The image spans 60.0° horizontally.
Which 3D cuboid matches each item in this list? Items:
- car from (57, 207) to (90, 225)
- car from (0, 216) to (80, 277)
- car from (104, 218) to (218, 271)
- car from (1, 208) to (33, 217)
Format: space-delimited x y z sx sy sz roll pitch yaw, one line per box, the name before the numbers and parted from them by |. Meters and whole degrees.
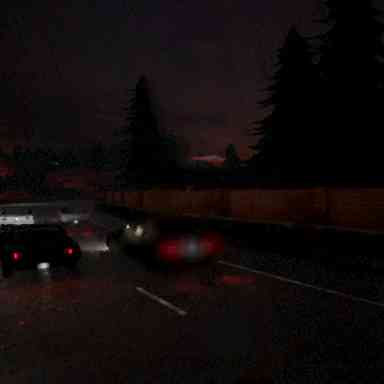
car | -8.770 1.716 24.336 1.895 1.301 4.718 0 0 -26
car | -5.041 1.654 10.621 1.895 1.301 4.718 0 0 -31
car | -1.315 1.595 11.223 2.033 1.411 5.357 0 0 -32
car | -11.853 1.716 22.676 1.895 1.301 4.718 0 0 -26
